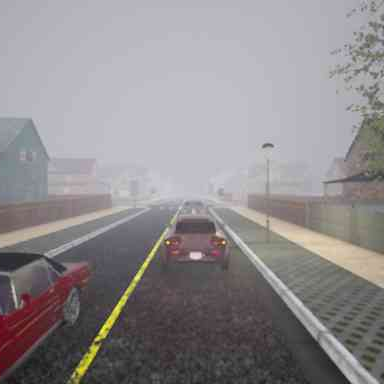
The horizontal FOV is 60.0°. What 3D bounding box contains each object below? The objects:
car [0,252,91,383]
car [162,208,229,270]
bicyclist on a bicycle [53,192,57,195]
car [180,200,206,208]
[{"bbox_3d":[-2.849,1.554,4.119,1.895,1.301,4.718,0,1,0],"label":"car"},{"bbox_3d":[0.098,1.421,10.547,1.812,1.442,4.674,0,0,0],"label":"car"},{"bbox_3d":[-20.160,0.770,48.904,0.582,1.620,1.656,0,1,0],"label":"bicyclist on a bicycle"},{"bbox_3d":[0.097,1.319,24.788,2.033,1.411,5.357,0,0,0],"label":"car"}]
